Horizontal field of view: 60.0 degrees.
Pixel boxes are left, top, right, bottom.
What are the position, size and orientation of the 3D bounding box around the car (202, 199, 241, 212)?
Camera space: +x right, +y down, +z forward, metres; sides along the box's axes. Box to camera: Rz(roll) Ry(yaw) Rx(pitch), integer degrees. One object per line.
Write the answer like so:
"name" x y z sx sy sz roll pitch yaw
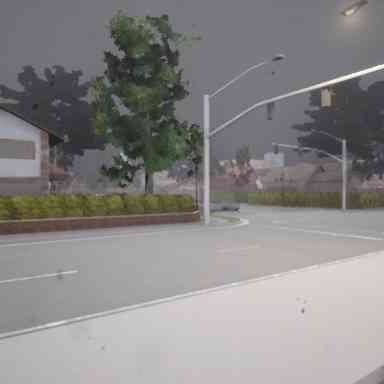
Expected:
"car" 3.235 1.500 37.203 1.895 1.301 4.718 0 0 -36
